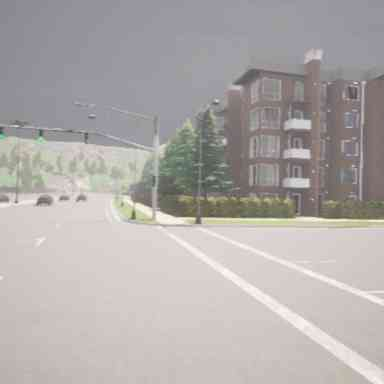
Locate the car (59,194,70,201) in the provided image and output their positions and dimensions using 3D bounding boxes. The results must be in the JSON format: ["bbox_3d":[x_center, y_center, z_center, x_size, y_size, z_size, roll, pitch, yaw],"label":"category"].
[{"bbox_3d":[-26.429,1.168,69.022,1.812,1.442,4.674,2,0,-14],"label":"car"}]

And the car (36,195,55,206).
[{"bbox_3d":[-21.063,1.181,47.958,1.837,1.490,4.892,2,0,-14],"label":"car"}]

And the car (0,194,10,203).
[{"bbox_3d":[-30.772,0.996,53.318,1.994,1.385,4.181,2,0,-14],"label":"car"}]

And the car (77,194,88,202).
[{"bbox_3d":[-22.817,1.246,69.002,1.837,1.490,4.892,2,0,-14],"label":"car"}]
